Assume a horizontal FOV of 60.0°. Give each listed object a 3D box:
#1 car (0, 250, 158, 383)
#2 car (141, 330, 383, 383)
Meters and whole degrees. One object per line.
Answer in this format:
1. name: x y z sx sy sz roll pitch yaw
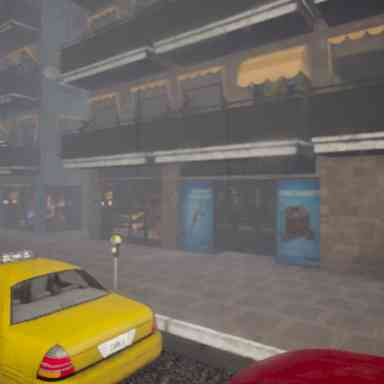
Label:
1. car: -2.646 1.519 4.753 4.829 1.417 1.752 0 0 35
2. car: 2.103 1.545 1.375 4.507 1.381 1.887 0 0 35
